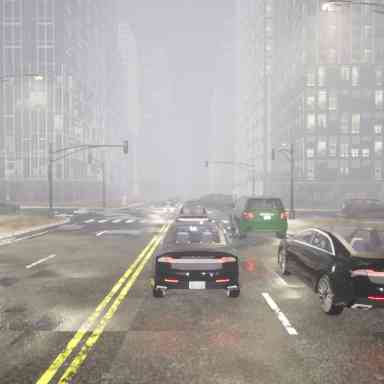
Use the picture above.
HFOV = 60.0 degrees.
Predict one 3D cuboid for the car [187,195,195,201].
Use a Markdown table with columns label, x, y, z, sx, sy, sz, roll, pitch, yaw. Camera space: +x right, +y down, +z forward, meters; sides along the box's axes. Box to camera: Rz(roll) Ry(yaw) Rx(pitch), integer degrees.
| label | x | y | z | sx | sy | sz | roll | pitch | yaw |
| --- | --- | --- | --- | --- | --- | --- | --- | --- | --- |
| car | -0.214 | 1.458 | 80.853 | 2.033 | 1.411 | 5.357 | 0 | 0 | 0 |

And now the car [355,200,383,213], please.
| label | x | y | z | sx | sy | sz | roll | pitch | yaw |
| --- | --- | --- | --- | --- | --- | --- | --- | --- | --- |
| car | 21.708 | 1.642 | 38.407 | 4.829 | 1.417 | 1.752 | 1 | 0 | 1 |

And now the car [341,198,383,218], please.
| label | x | y | z | sx | sy | sz | roll | pitch | yaw |
| --- | --- | --- | --- | --- | --- | --- | --- | --- | --- |
| car | 16.121 | 1.519 | 30.106 | 5.009 | 1.841 | 2.192 | 1 | 0 | 1 |

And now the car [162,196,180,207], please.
| label | x | y | z | sx | sy | sz | roll | pitch | yaw |
| --- | --- | --- | --- | --- | --- | --- | --- | --- | --- |
| car | -3.478 | 1.455 | 51.380 | 2.128 | 1.511 | 4.902 | 0 | 0 | 0 |

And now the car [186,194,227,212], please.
| label | x | y | z | sx | sy | sz | roll | pitch | yaw |
| --- | --- | --- | --- | --- | --- | --- | --- | --- | --- |
| car | 1.914 | 1.207 | 36.068 | 5.566 | 2.045 | 2.150 | 1 | 1 | 1 |

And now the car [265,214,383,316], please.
| label | x | y | z | sx | sy | sz | roll | pitch | yaw |
| --- | --- | --- | --- | --- | --- | --- | --- | --- | --- |
| car | 3.327 | 1.488 | 7.493 | 2.128 | 1.511 | 4.902 | 0 | 0 | 0 |

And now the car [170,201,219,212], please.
| label | x | y | z | sx | sy | sz | roll | pitch | yaw |
| --- | --- | --- | --- | --- | --- | --- | --- | --- | --- |
| car | 0.052 | 1.482 | 17.687 | 2.128 | 1.511 | 4.902 | 0 | 0 | 0 |

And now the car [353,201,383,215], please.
| label | x | y | z | sx | sy | sz | roll | pitch | yaw |
| --- | --- | --- | --- | --- | --- | --- | --- | --- | --- |
| car | 19.916 | 1.708 | 35.836 | 4.181 | 1.385 | 1.994 | 1 | 1 | 1 |

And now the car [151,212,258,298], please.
| label | x | y | z | sx | sy | sz | roll | pitch | yaw |
| --- | --- | --- | --- | --- | --- | --- | --- | --- | --- |
| car | 0.078 | 1.488 | 8.502 | 2.128 | 1.511 | 4.902 | 0 | 0 | 0 |

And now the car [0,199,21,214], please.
| label | x | y | z | sx | sy | sz | roll | pitch | yaw |
| --- | --- | --- | --- | --- | --- | --- | --- | --- | --- |
| car | -19.481 | 1.408 | 33.185 | 4.181 | 1.385 | 1.994 | 1 | 1 | 1 |

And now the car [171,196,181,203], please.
| label | x | y | z | sx | sy | sz | roll | pitch | yaw |
| --- | --- | --- | --- | --- | --- | --- | --- | --- | --- |
| car | -3.438 | 1.493 | 70.617 | 1.994 | 1.385 | 4.181 | 0 | 0 | 0 |

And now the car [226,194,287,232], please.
| label | x | y | z | sx | sy | sz | roll | pitch | yaw |
| --- | --- | --- | --- | --- | --- | --- | --- | --- | --- |
| car | 3.304 | 1.213 | 17.335 | 2.150 | 2.045 | 5.566 | 0 | 0 | 0 |

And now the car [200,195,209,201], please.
| label | x | y | z | sx | sy | sz | roll | pitch | yaw |
| --- | --- | --- | --- | --- | --- | --- | --- | --- | --- |
| car | 3.035 | 1.513 | 81.306 | 1.895 | 1.301 | 4.718 | 0 | 0 | 0 |

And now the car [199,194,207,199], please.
| label | x | y | z | sx | sy | sz | roll | pitch | yaw |
| --- | --- | --- | --- | --- | --- | --- | --- | --- | --- |
| car | 3.008 | 1.294 | 91.278 | 1.994 | 1.385 | 4.181 | 0 | 0 | 0 |

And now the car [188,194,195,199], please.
| label | x | y | z | sx | sy | sz | roll | pitch | yaw |
| --- | --- | --- | --- | --- | --- | --- | --- | --- | --- |
| car | -0.242 | 1.337 | 91.300 | 1.895 | 1.301 | 4.718 | 0 | 0 | 0 |
